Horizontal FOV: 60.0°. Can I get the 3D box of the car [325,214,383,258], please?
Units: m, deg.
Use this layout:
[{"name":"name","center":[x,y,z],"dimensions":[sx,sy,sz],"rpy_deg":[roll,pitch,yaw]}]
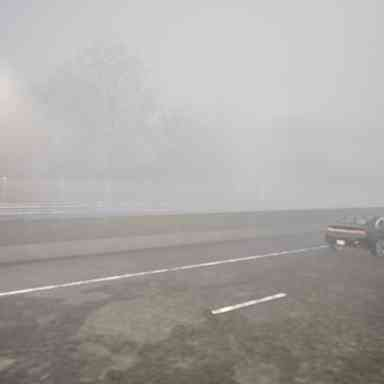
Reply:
[{"name":"car","center":[7.355,1.634,13.397],"dimensions":[4.902,1.511,2.128],"rpy_deg":[1,0,-35]}]
